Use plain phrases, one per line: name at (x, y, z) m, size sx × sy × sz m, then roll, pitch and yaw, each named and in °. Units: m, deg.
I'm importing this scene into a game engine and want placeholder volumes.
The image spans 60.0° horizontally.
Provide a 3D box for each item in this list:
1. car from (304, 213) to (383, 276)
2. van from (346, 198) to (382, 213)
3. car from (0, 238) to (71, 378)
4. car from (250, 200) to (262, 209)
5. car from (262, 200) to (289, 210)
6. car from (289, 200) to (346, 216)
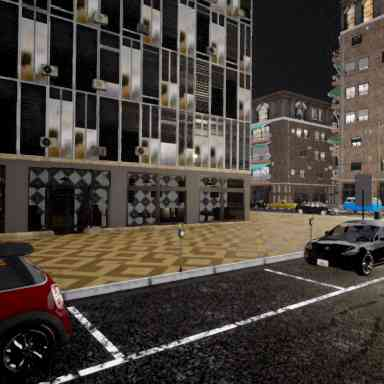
car at (5.358, 1.567, 10.372) m, size 4.313 × 1.339 × 1.947 m, roll 0°, pitch 1°, yaw -35°
van at (19.085, 1.525, 37.426) m, size 1.690 × 1.788 × 3.998 m, roll 0°, pitch -1°, yaw -35°
car at (-3.717, 1.440, 3.897) m, size 4.097 × 1.590 × 1.967 m, roll 0°, pitch 1°, yaw -35°
car at (9.587, 1.864, 51.098) m, size 1.947 × 1.339 × 4.313 m, roll 0°, pitch -1°, yaw -35°
car at (12.655, 1.787, 46.680) m, size 1.752 × 1.417 × 4.829 m, roll 0°, pitch -1°, yaw -35°
car at (12.199, 1.620, 32.647) m, size 2.008 × 1.369 × 4.403 m, roll 0°, pitch -1°, yaw -35°
